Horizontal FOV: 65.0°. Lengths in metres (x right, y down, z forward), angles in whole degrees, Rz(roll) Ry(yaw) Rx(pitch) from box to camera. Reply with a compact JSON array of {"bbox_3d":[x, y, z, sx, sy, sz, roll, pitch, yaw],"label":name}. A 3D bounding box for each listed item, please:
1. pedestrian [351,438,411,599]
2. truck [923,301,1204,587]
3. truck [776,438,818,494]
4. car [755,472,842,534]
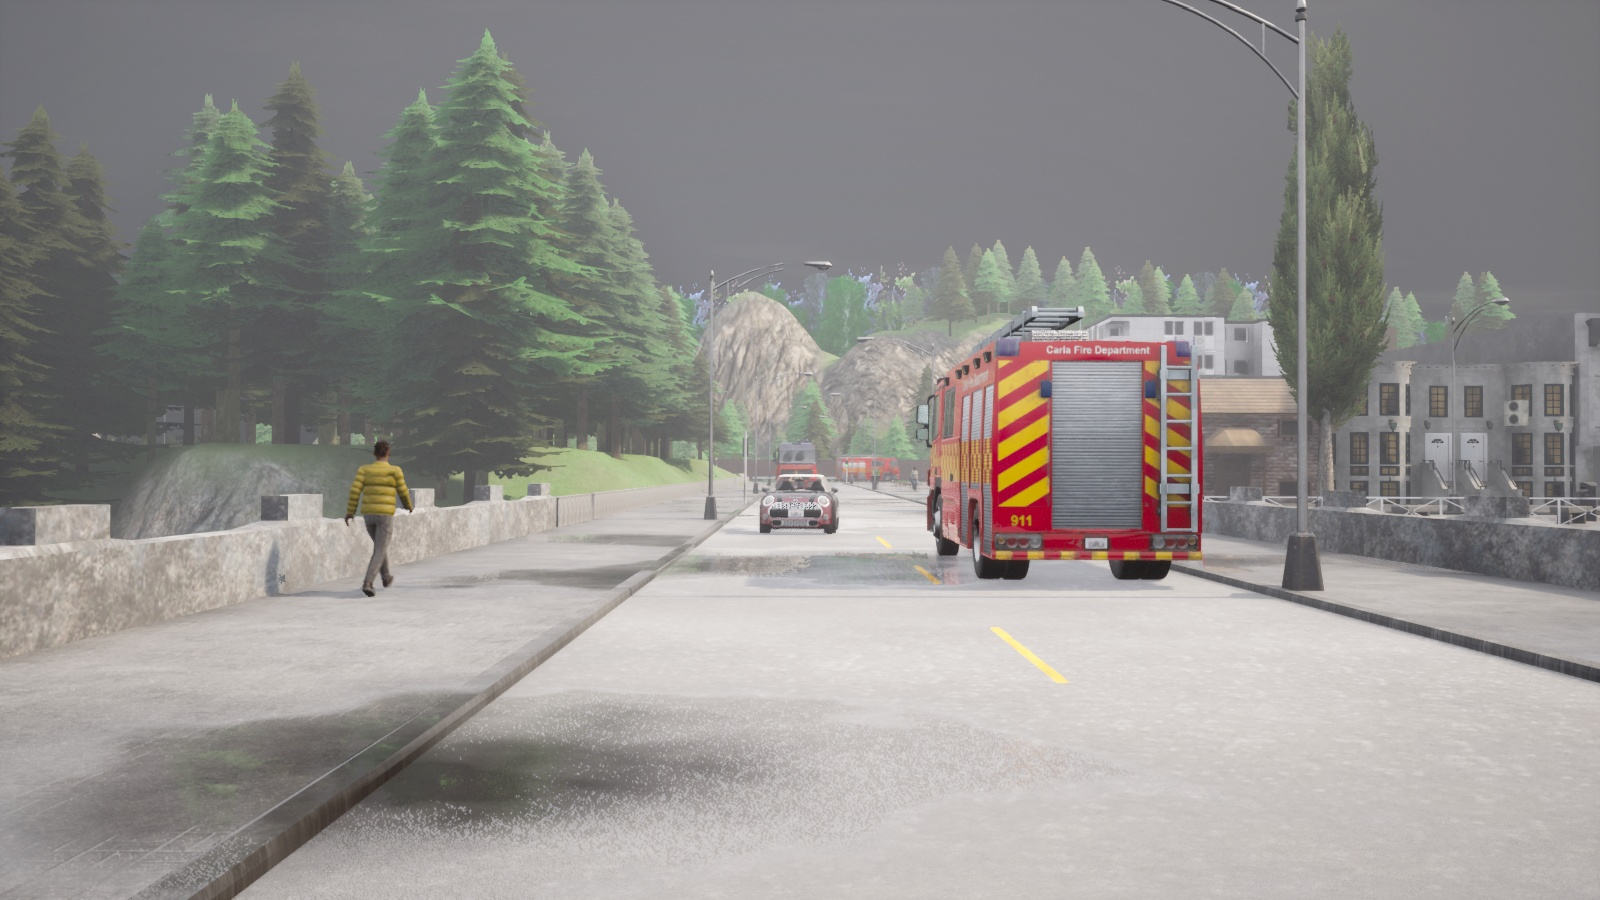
[{"bbox_3d":[-4.907,0.791,14.742,0.431,1.840,0.709,0,-1,3],"label":"pedestrian"},{"bbox_3d":[3.942,-0.013,21.061,2.891,3.827,8.468,0,-1,0],"label":"truck"},{"bbox_3d":[-0.230,1.169,90.640,2.891,3.827,8.468,0,-1,0],"label":"truck"},{"bbox_3d":[0.021,1.318,32.097,1.970,1.475,3.806,0,-1,4],"label":"car"}]
